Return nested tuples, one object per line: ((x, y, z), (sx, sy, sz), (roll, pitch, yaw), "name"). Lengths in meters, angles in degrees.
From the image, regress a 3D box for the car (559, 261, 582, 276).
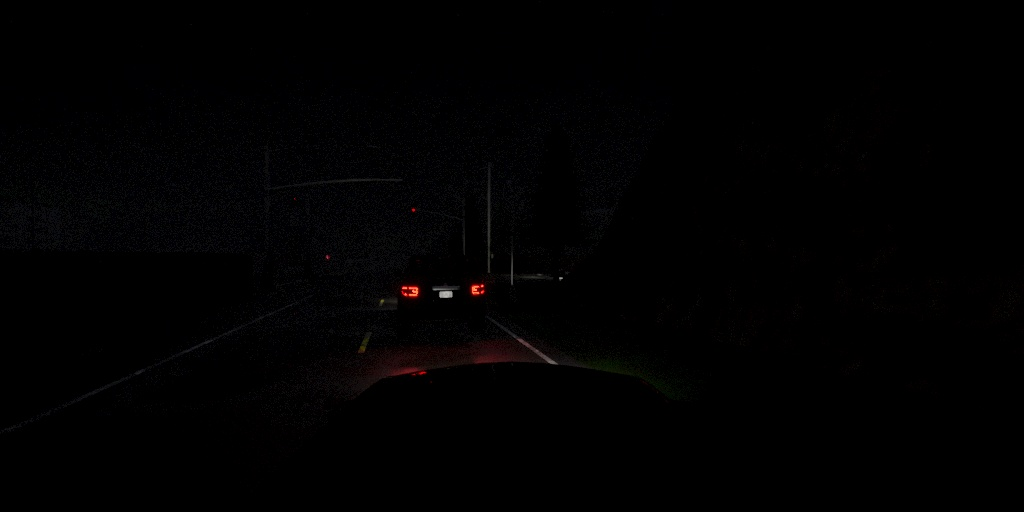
((6.499, 1.228, 35.347), (5.008, 1.535, 1.882), (0, 0, -19), "car")

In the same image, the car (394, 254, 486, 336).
((-2.278, 0.971, 10.763), (2.150, 2.045, 5.566), (0, 0, -17), "car")
